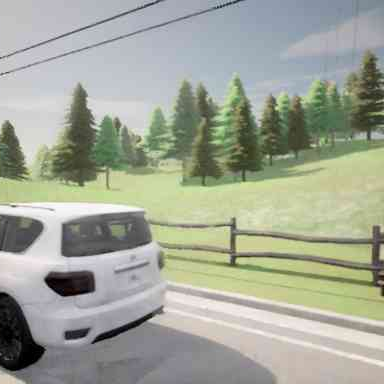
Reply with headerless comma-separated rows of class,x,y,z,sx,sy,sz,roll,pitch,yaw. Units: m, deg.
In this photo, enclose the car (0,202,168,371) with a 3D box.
car,-3.010,1.193,5.851,5.566,2.045,2.150,0,0,33
